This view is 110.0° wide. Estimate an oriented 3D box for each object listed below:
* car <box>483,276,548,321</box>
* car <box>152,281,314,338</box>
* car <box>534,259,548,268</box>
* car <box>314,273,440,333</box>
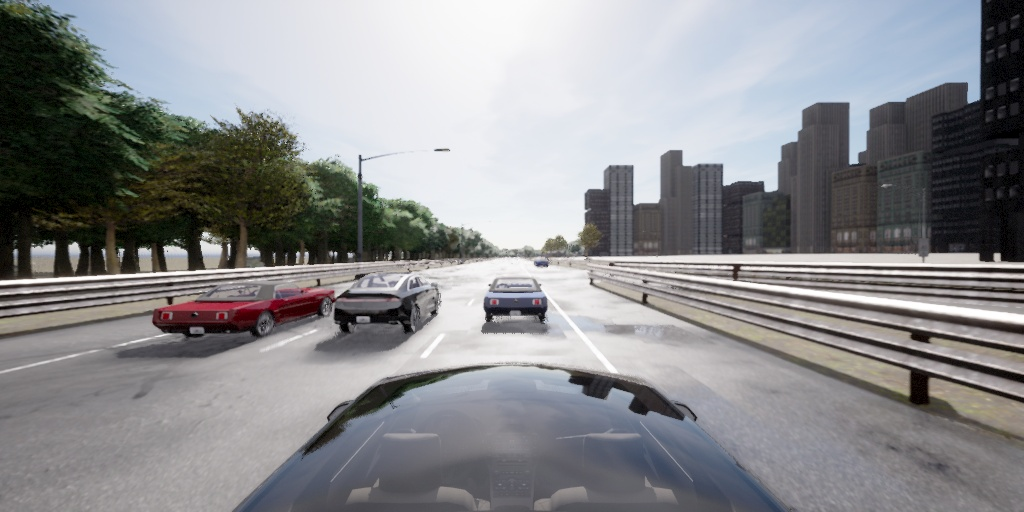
[{"bbox_3d":[0.105,1.337,12.399,1.895,1.301,4.718,0,0,0],"label":"car"},{"bbox_3d":[-6.897,1.341,10.079,1.895,1.301,4.718,0,0,0],"label":"car"},{"bbox_3d":[5.000,1.208,62.456,1.882,1.535,5.008,0,0,-6],"label":"car"},{"bbox_3d":[-3.398,1.231,10.620,2.128,1.511,4.902,0,0,0],"label":"car"}]
